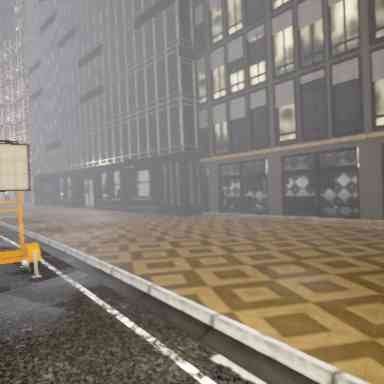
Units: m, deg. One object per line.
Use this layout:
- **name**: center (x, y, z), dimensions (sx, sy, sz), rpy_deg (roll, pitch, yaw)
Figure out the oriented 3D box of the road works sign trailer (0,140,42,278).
- **road works sign trailer**: center (-5.602, 0.407, 8.833), dimensions (2.380, 3.560, 2.880), rpy_deg (-3, 2, -38)
